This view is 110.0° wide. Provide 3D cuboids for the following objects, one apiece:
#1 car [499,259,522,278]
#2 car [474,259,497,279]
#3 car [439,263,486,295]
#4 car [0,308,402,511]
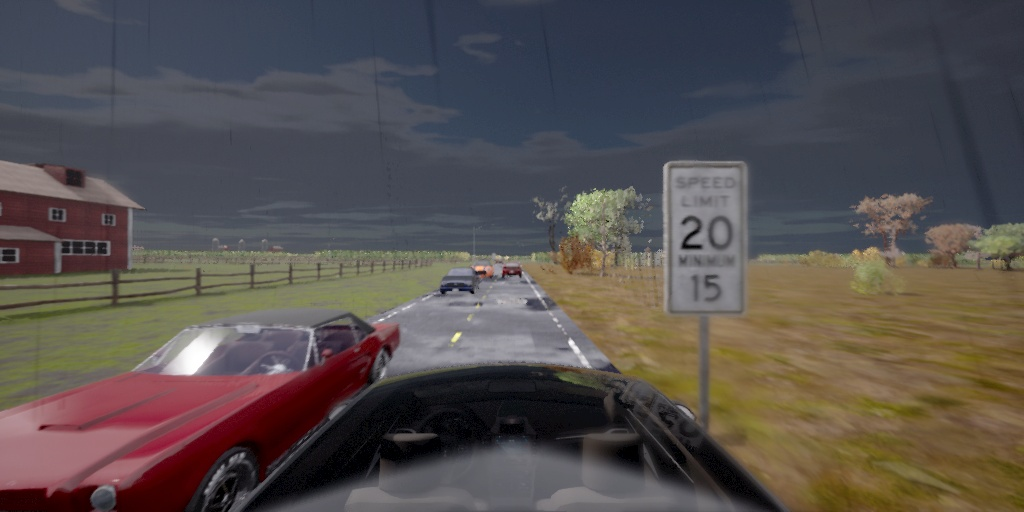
[{"bbox_3d":[-0.002,1.302,35.135,1.882,1.535,5.008,0,0,0],"label":"car"},{"bbox_3d":[-2.812,1.171,33.568,2.097,1.767,4.553,0,0,0],"label":"car"},{"bbox_3d":[-2.844,1.338,20.643,2.033,1.411,5.357,0,0,0],"label":"car"},{"bbox_3d":[-2.849,1.356,4.012,1.895,1.301,4.718,0,0,0],"label":"car"}]
